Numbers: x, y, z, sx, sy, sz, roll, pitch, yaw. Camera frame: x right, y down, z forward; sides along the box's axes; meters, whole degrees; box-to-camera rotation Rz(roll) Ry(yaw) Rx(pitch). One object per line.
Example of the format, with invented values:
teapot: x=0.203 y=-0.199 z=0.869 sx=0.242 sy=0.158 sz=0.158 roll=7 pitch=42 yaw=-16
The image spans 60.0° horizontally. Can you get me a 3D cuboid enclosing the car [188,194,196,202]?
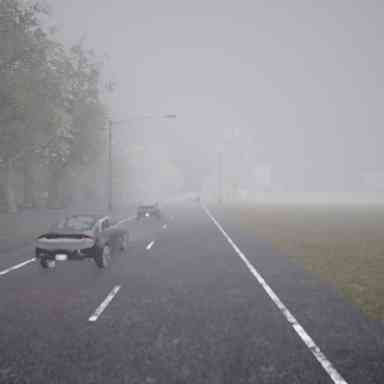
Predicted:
car: x=0.006 y=1.493 z=76.171 sx=1.994 sy=1.385 sz=4.181 roll=0 pitch=0 yaw=0

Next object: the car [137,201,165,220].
car: x=-3.400 y=1.483 z=27.730 sx=1.837 sy=1.490 sz=4.892 roll=0 pitch=0 yaw=0

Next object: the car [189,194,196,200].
car: x=0.007 y=1.309 z=88.197 sx=1.812 sy=1.442 sz=4.674 roll=0 pitch=0 yaw=0

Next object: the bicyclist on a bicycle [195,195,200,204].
bicyclist on a bicycle: x=0.956 y=1.392 z=59.439 sx=0.866 sy=1.612 sz=1.509 roll=0 pitch=1 yaw=0

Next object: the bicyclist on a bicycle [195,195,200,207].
bicyclist on a bicycle: x=0.966 y=1.416 z=49.233 sx=0.582 sy=1.620 sz=1.656 roll=0 pitch=0 yaw=0

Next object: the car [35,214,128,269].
car: x=-3.398 y=1.483 z=11.074 sx=2.128 sy=1.511 sz=4.902 roll=0 pitch=0 yaw=0
